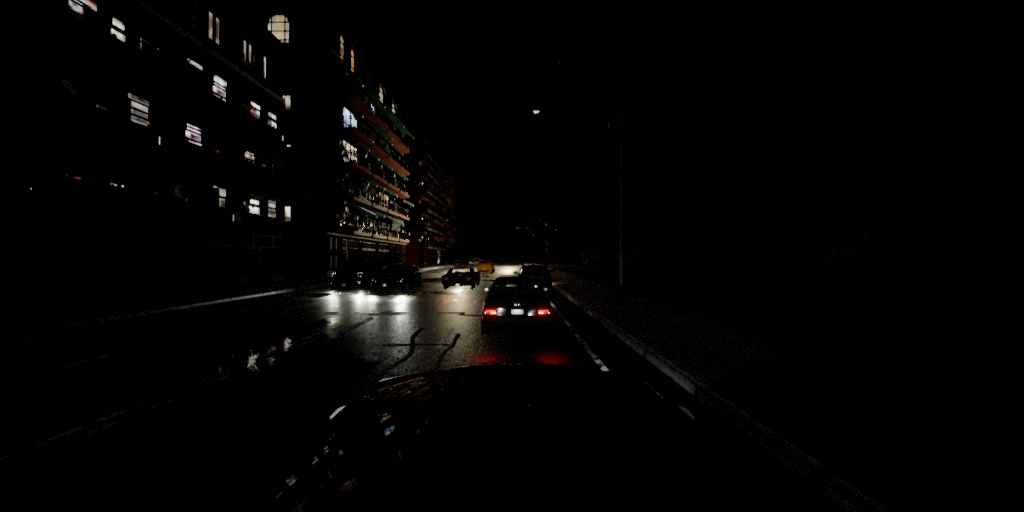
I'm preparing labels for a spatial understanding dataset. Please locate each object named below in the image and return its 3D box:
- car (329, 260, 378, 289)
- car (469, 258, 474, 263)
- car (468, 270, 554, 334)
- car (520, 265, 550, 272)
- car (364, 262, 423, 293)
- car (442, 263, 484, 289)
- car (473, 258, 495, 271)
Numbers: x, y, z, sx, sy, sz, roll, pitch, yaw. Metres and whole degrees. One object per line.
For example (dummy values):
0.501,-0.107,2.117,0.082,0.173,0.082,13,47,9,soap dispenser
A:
-9.805,1.100,23.148,2.097,1.767,4.553,0,0,0,car
-6.423,1.090,63.677,2.097,1.767,4.553,0,0,1,car
0.120,1.297,10.531,2.033,1.411,5.357,0,0,0,car
1.177,1.254,20.219,1.837,1.490,4.892,0,0,0,car
-6.560,1.253,20.888,1.837,1.490,4.892,0,0,0,car
-3.106,1.349,22.787,1.895,1.301,4.718,0,0,0,car
-3.061,1.221,41.997,1.882,1.535,5.008,0,0,0,car
